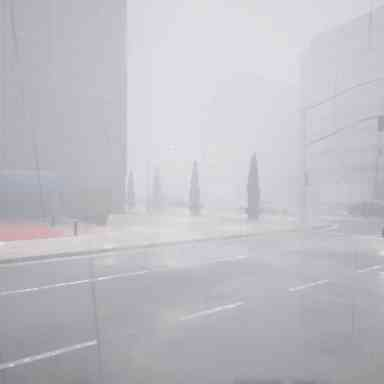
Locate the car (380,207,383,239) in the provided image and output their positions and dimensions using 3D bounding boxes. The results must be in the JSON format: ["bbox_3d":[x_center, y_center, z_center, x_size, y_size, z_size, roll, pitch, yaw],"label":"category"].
[{"bbox_3d":[10.715,1.525,16.232,1.812,1.442,4.674,1,1,38],"label":"car"}]

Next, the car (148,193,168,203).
[{"bbox_3d":[-5.095,1.223,57.266,2.150,2.045,5.566,0,0,-35],"label":"car"}]

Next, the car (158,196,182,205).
[{"bbox_3d":[-4.181,1.547,62.372,2.033,1.411,5.357,0,0,-35],"label":"car"}]

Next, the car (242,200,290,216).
[{"bbox_3d":[7.465,1.526,33.037,1.812,1.442,4.674,0,0,-35],"label":"car"}]

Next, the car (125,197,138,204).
[{"bbox_3d":[-12.453,1.643,61.831,1.895,1.301,4.718,0,0,-35],"label":"car"}]

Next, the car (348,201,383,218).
[{"bbox_3d":[15.513,1.506,27.600,1.837,1.490,4.892,0,0,-35],"label":"car"}]

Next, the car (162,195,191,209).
[{"bbox_3d":[-1.675,1.491,46.176,2.128,1.511,4.902,0,0,-35],"label":"car"}]

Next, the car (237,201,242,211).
[{"bbox_3d":[7.347,1.525,39.324,1.812,1.442,4.674,0,0,-35],"label":"car"}]

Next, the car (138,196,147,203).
[{"bbox_3d":[-9.898,1.519,70.399,2.128,1.511,4.902,0,0,-35],"label":"car"}]

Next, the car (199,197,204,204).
[{"bbox_3d":[0.246,1.351,62.141,2.097,1.767,4.553,0,0,-35],"label":"car"}]

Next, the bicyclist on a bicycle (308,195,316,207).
[{"bbox_3d":[16.836,1.300,46.676,1.656,1.620,0.582,0,0,-35],"label":"bicyclist on a bicycle"}]
